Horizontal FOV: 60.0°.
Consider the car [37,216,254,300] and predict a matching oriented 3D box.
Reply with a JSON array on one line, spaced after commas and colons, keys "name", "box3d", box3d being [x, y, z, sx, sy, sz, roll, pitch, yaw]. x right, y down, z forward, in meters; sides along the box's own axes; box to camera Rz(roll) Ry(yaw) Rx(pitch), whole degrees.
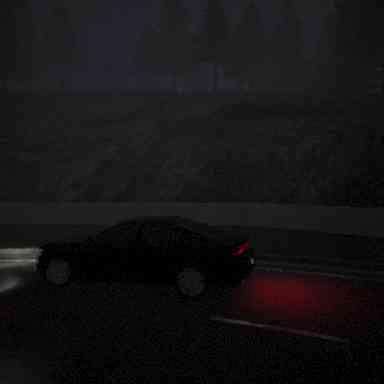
[{"name": "car", "box3d": [-1.132, 1.296, 7.657, 5.008, 1.535, 1.882, 0, 1, 16]}]
